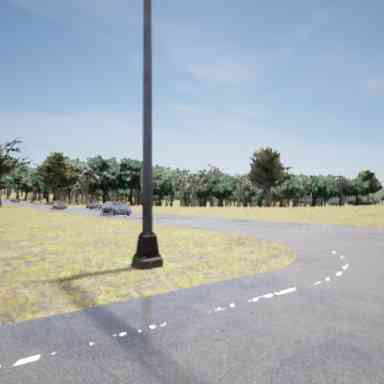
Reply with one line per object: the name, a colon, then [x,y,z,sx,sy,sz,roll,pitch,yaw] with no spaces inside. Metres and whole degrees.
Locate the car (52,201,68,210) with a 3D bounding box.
car: [-23.643,2.352,59.370,2.097,1.767,4.553,3,-3,-31]

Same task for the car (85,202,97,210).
car: [-19.168,2.768,64.457,2.128,1.511,4.902,3,-3,-36]

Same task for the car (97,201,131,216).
car: [-8.636,1.828,37.813,2.097,1.767,4.553,3,-3,-36]
